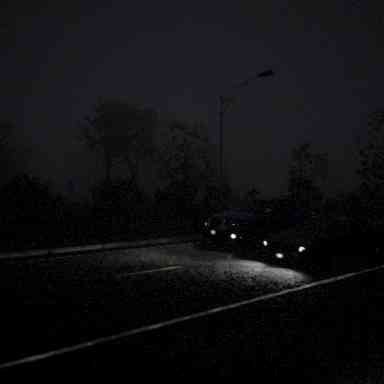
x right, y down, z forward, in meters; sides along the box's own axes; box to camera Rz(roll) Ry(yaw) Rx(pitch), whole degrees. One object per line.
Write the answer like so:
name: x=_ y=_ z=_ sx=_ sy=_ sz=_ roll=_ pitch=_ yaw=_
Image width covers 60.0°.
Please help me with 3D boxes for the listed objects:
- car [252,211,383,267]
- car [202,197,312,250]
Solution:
car: x=4.852 y=1.560 z=11.689 sx=5.357 sy=1.411 sz=2.033 roll=0 pitch=0 yaw=-35
car: x=3.103 y=1.234 z=14.734 sx=5.566 sy=2.045 sz=2.150 roll=0 pitch=0 yaw=-35
